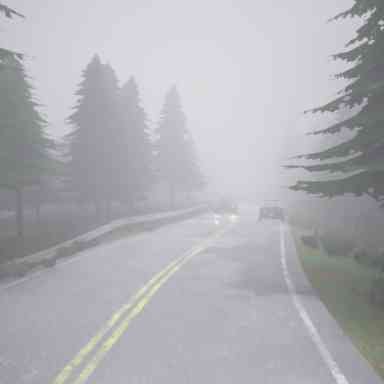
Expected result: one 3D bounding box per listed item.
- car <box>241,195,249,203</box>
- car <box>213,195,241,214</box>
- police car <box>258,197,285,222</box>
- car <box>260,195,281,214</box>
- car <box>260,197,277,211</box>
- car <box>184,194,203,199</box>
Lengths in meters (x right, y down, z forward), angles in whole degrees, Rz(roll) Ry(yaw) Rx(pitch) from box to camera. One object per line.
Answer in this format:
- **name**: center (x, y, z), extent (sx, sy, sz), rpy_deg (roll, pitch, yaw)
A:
- **car**: center (8.982, 1.286, 63.213), extent (1.837, 1.490, 4.892), rpy_deg (-1, 1, -19)
- **car**: center (3.432, 1.229, 33.255), extent (2.097, 1.767, 4.553), rpy_deg (1, 0, 12)
- **police car**: center (6.329, 1.421, 26.468), extent (1.930, 1.638, 5.238), rpy_deg (2, 0, 13)
- **car**: center (8.454, 1.321, 36.216), extent (2.097, 1.767, 4.553), rpy_deg (1, 0, 11)
- **car**: center (9.584, 1.455, 42.213), extent (1.837, 1.490, 4.892), rpy_deg (1, 0, 10)
- **car**: center (0.224, 1.165, 76.964), extent (4.902, 1.511, 2.128), rpy_deg (-1, 2, 41)
